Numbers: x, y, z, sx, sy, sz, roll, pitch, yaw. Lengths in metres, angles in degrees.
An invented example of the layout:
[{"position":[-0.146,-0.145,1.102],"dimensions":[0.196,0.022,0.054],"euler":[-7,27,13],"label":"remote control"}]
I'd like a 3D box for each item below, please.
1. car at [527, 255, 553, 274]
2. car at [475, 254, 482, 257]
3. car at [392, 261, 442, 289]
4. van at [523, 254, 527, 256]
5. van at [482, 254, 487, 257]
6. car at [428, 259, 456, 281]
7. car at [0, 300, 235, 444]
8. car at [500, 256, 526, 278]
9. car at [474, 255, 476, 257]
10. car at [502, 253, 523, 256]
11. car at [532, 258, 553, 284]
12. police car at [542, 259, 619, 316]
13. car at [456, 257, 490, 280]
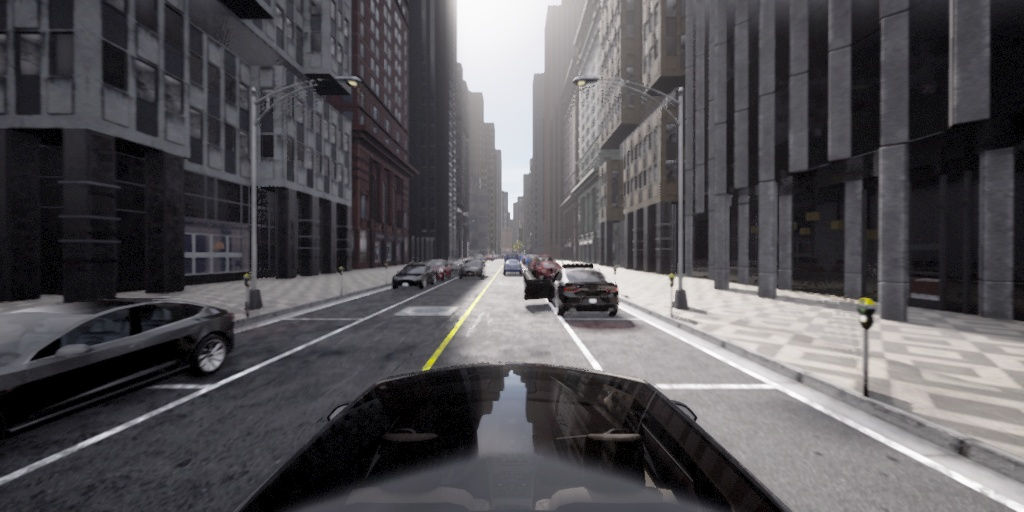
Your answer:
[{"position":[2.772,0.819,32.815],"dimensions":[2.192,1.841,5.009],"euler":[0,0,0],"label":"car"},{"position":[-5.748,0.811,49.715],"dimensions":[1.967,1.591,4.097],"euler":[0,0,0],"label":"car"},{"position":[-5.756,1.159,21.535],"dimensions":[1.948,1.339,4.313],"euler":[0,0,0],"label":"car"},{"position":[2.777,0.712,49.725],"dimensions":[1.690,1.789,3.998],"euler":[0,0,0],"label":"van"},{"position":[-5.745,0.623,60.988],"dimensions":[1.690,1.789,3.998],"euler":[0,0,0],"label":"van"},{"position":[-5.755,0.989,27.171],"dimensions":[1.967,1.591,4.097],"euler":[0,0,0],"label":"car"},{"position":[-5.761,1.293,4.626],"dimensions":[1.948,1.339,4.313],"euler":[0,0,0],"label":"car"},{"position":[0.058,1.036,34.888],"dimensions":[2.033,1.411,5.357],"euler":[0,0,0],"label":"car"},{"position":[-5.750,0.941,43.909],"dimensions":[1.751,1.417,4.829],"euler":[0,0,0],"label":"car"},{"position":[0.022,0.593,49.948],"dimensions":[2.150,2.045,5.566],"euler":[0,1,0],"label":"car"},{"position":[2.770,1.094,27.178],"dimensions":[1.888,1.381,4.507],"euler":[0,0,0],"label":"car"},{"position":[2.370,1.085,13.079],"dimensions":[1.930,1.638,5.238],"euler":[0,0,0],"label":"police car"},{"position":[-3.087,1.042,28.707],"dimensions":[1.837,1.490,4.892],"euler":[0,0,0],"label":"car"}]
